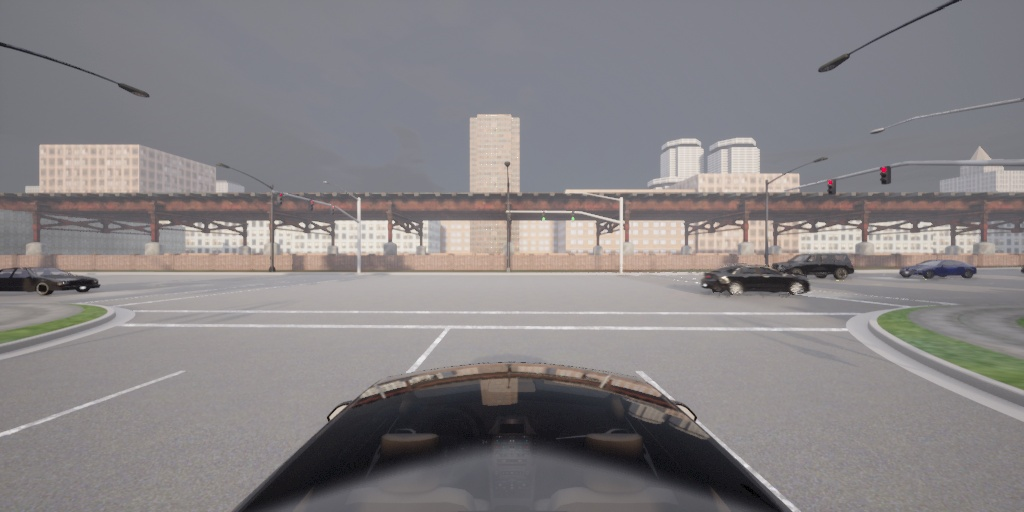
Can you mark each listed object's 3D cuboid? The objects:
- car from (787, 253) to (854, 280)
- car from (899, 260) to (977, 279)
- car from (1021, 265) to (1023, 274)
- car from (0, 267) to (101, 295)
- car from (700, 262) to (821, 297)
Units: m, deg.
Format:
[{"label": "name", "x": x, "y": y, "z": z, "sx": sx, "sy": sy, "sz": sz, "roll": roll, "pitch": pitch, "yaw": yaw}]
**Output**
[{"label": "car", "x": 23.571, "y": 0.818, "z": 28.337, "sx": 5.566, "sy": 2.045, "sz": 2.150, "roll": -1, "pitch": 0, "yaw": 3}, {"label": "car", "x": 33.329, "y": 1.006, "z": 28.086, "sx": 4.674, "sy": 1.442, "sz": 1.812, "roll": -1, "pitch": 0, "yaw": 2}, {"label": "car", "x": 42.814, "y": 0.818, "z": 27.818, "sx": 4.902, "sy": 1.511, "sz": 2.128, "roll": -1, "pitch": 0, "yaw": 2}, {"label": "car", "x": -25.289, "y": 1.293, "z": 18.993, "sx": 5.357, "sy": 1.411, "sz": 2.033, "roll": 0, "pitch": 0, "yaw": 2}, {"label": "car", "x": 12.157, "y": 1.202, "z": 18.039, "sx": 4.892, "sy": 1.490, "sz": 1.837, "roll": 0, "pitch": -1, "yaw": 1}]
